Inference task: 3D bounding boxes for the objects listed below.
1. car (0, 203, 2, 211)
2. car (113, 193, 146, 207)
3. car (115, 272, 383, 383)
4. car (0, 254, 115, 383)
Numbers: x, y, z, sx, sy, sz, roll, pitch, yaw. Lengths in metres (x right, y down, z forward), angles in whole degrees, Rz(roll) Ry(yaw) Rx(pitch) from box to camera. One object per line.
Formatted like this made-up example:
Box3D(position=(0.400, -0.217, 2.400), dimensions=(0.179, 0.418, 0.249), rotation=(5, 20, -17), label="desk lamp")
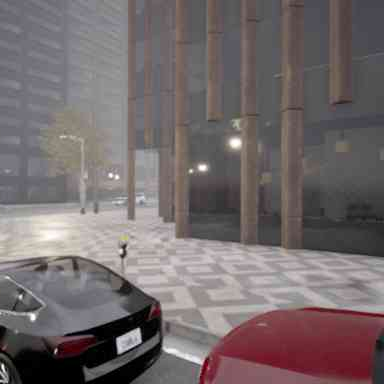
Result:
Box3D(position=(-21.961, 1.329, 33.708), dimensions=(2.097, 1.767, 4.553), rotation=(0, 0, 35), label="car")
Box3D(position=(-9.560, 1.153, 51.087), dimensions=(2.150, 2.045, 5.566), rotation=(0, 0, 36), label="car")
Box3D(position=(2.246, 1.315, 1.357), dimensions=(5.009, 1.841, 2.192), rotation=(0, 0, 36), label="car")
Box3D(position=(-2.335, 1.568, 4.639), dimensions=(4.313, 1.339, 1.947), rotation=(0, 0, 36), label="car")
